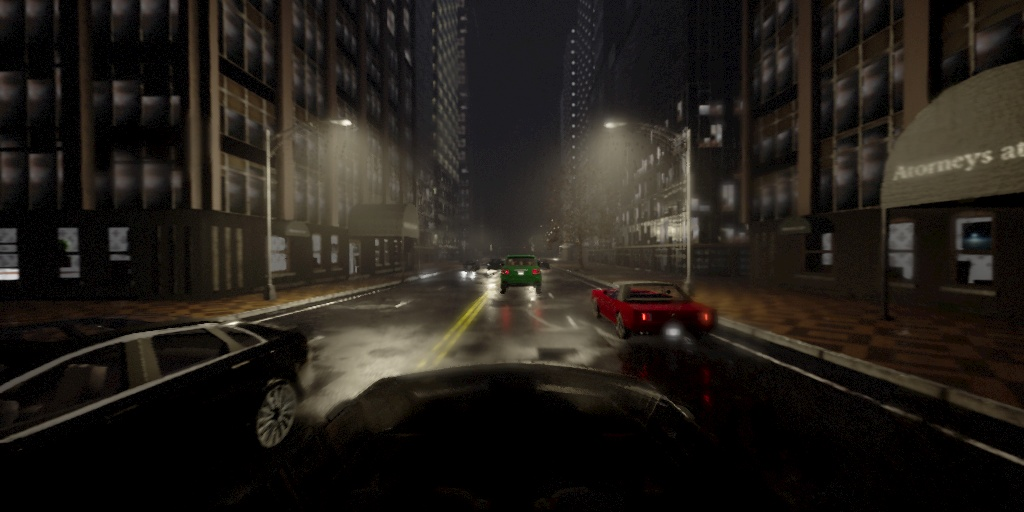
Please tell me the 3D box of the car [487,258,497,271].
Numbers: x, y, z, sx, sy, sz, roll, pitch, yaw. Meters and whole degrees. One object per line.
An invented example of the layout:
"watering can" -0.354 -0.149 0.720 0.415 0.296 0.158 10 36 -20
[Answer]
"car" -2.141 1.104 48.456 2.097 1.767 4.553 0 0 1

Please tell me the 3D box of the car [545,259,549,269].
"car" 4.611 1.193 54.325 2.128 1.511 4.902 0 0 1

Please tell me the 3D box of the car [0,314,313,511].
"car" -3.387 1.260 2.375 2.128 1.511 4.902 0 0 1

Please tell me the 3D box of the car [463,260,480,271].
"car" -5.392 1.261 48.444 2.128 1.511 4.902 0 0 1

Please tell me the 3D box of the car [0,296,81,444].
"car" -6.645 1.278 2.166 2.128 1.511 4.902 0 0 1

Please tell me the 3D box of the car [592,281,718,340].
"car" 3.503 1.332 9.878 1.895 1.301 4.718 0 0 1

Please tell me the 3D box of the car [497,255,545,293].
"car" 0.518 0.967 20.735 2.150 2.045 5.566 0 0 1
